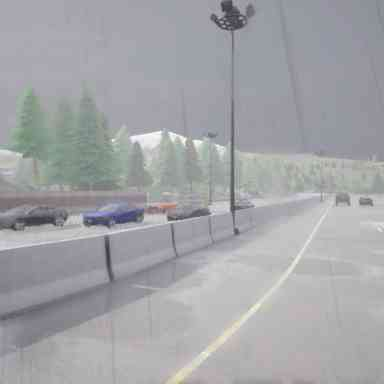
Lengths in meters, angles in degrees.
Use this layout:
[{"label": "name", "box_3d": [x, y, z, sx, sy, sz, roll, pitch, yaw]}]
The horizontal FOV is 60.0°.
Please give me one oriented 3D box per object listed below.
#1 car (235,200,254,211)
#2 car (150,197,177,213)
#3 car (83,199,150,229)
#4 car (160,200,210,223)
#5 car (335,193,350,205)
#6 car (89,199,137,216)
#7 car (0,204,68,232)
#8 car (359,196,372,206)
[{"label": "car", "box_3d": [5.742, 1.563, 37.869, 1.994, 1.385, 4.181, 0, 0, 24]}, {"label": "car", "box_3d": [-2.987, 1.351, 35.542, 2.097, 1.767, 4.553, 0, 0, 24]}, {"label": "car", "box_3d": [-5.086, 1.477, 22.153, 1.882, 1.535, 5.008, 0, 0, 24]}, {"label": "car", "box_3d": [-0.147, 1.507, 24.611, 1.837, 1.490, 4.892, 0, -1, 24]}, {"label": "car", "box_3d": [25.955, 1.211, 57.337, 2.150, 2.045, 5.566, 0, -1, 24]}, {"label": "car", "box_3d": [-7.788, 1.492, 33.191, 2.128, 1.511, 4.902, 0, 0, 24]}, {"label": "car", "box_3d": [-9.785, 1.492, 20.213, 2.128, 1.511, 4.902, 0, 0, 24]}, {"label": "car", "box_3d": [29.178, 1.489, 55.973, 2.128, 1.511, 4.902, 0, 0, 24]}]
